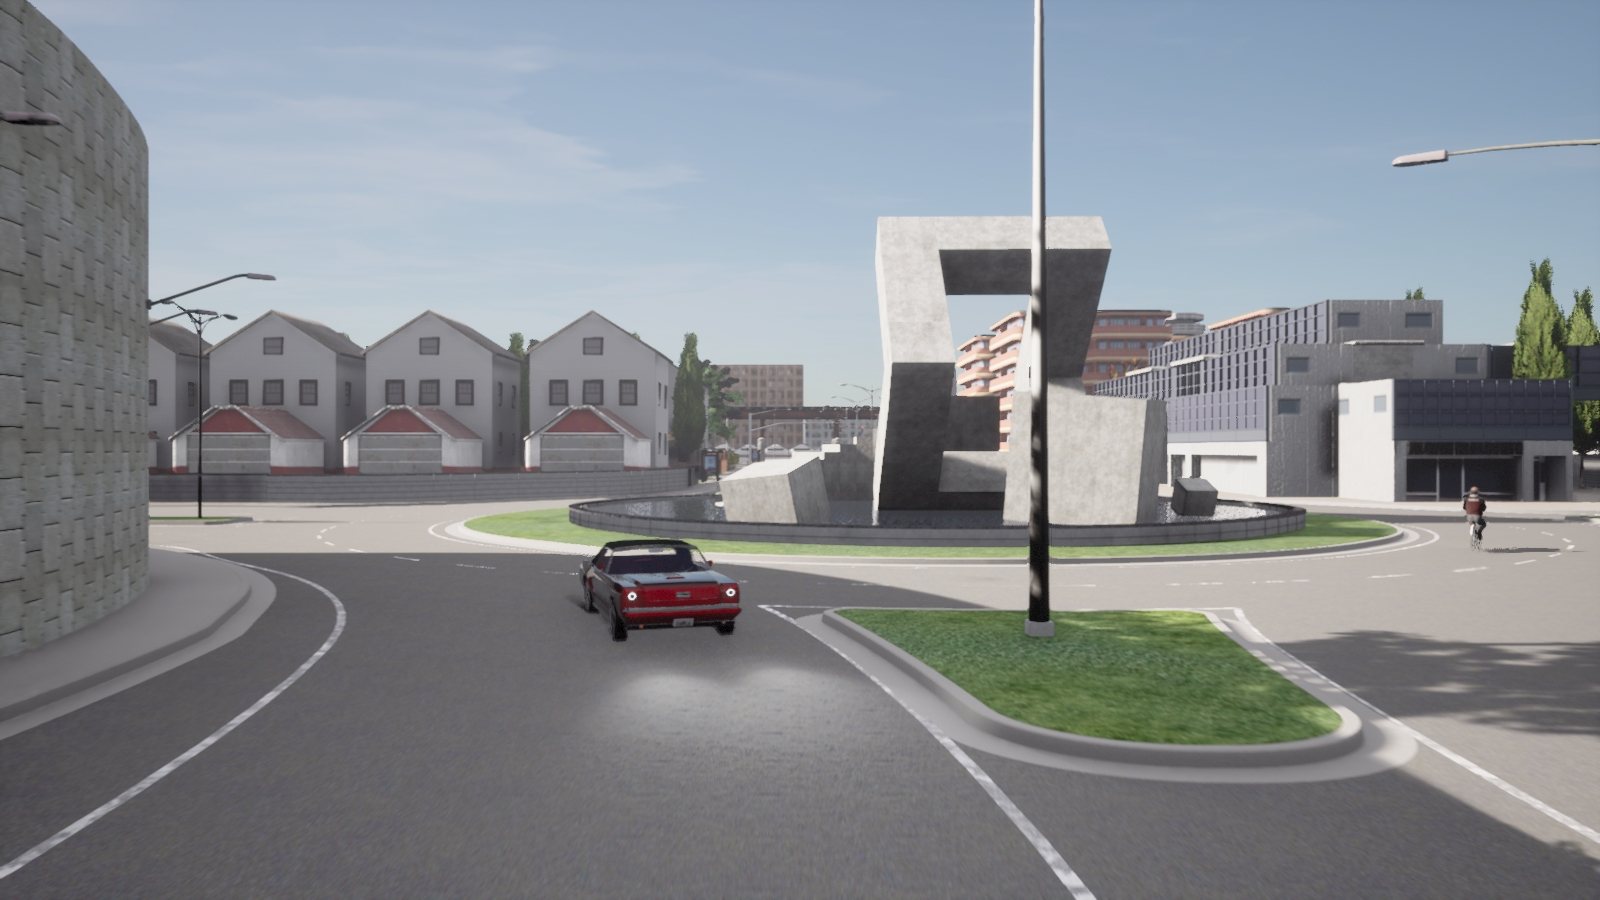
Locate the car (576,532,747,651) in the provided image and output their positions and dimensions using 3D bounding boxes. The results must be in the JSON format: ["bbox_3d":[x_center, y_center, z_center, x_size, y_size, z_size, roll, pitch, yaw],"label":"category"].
[{"bbox_3d":[-2.391,2.155,18.488,1.895,1.301,4.718,0,0,-18],"label":"car"}]

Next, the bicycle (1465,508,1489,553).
[{"bbox_3d":[18.907,2.233,31.908,0.329,1.126,1.835,-1,0,38],"label":"bicycle"}]
